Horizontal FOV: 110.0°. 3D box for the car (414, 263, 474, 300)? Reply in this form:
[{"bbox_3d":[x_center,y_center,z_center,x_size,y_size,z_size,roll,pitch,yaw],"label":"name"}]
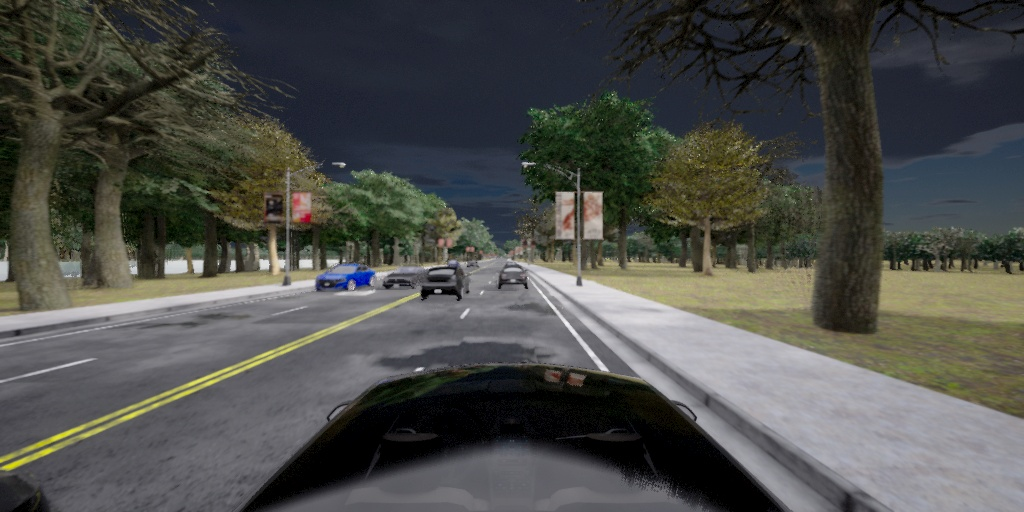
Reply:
[{"bbox_3d":[-3.172,1.270,17.736,1.837,1.490,4.892,0,0,0],"label":"car"}]

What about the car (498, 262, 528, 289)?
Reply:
[{"bbox_3d":[0.058,1.302,23.443,1.812,1.442,4.674,0,0,0],"label":"car"}]

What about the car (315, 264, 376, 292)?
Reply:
[{"bbox_3d":[-9.885,1.249,21.641,1.882,1.535,5.008,0,0,0],"label":"car"}]

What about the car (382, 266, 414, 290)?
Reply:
[{"bbox_3d":[-6.639,1.323,23.173,2.033,1.411,5.357,0,0,0],"label":"car"}]

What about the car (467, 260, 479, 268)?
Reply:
[{"bbox_3d":[-6.875,1.470,63.444,1.994,1.385,4.181,0,0,0],"label":"car"}]

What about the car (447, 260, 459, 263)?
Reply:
[{"bbox_3d":[-10.108,1.427,61.939,1.812,1.442,4.674,0,0,0],"label":"car"}]
